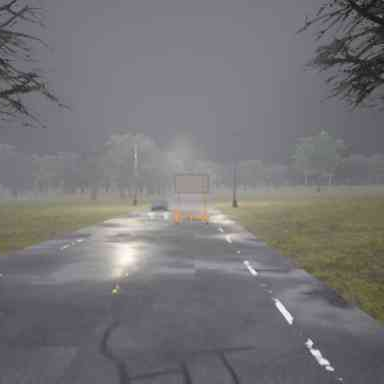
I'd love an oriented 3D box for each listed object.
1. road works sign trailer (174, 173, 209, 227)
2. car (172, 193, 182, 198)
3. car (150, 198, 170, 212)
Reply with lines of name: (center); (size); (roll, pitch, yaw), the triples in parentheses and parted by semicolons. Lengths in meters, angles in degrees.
road works sign trailer: (-0.004, 0.492, 22.938); (2.380, 3.560, 2.880); (0, 0, 0)
car: (-3.512, 0.824, 78.872); (1.837, 1.490, 4.892); (0, 1, 0)
car: (-3.596, 1.487, 37.861); (1.837, 1.490, 4.892); (0, 0, 0)
